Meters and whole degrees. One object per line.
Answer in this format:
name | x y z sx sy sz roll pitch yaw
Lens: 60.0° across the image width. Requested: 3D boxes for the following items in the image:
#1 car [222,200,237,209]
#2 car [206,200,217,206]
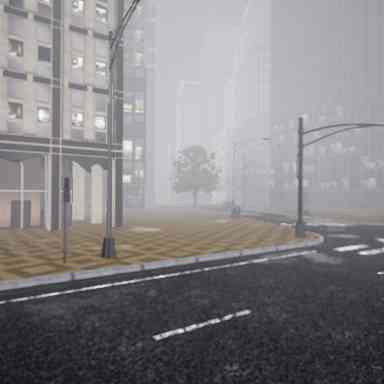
car | 6.575 2.224 58.973 1.837 1.490 4.892 0 -1 -8
car | 4.411 2.439 74.477 1.812 1.442 4.674 0 -1 -8
